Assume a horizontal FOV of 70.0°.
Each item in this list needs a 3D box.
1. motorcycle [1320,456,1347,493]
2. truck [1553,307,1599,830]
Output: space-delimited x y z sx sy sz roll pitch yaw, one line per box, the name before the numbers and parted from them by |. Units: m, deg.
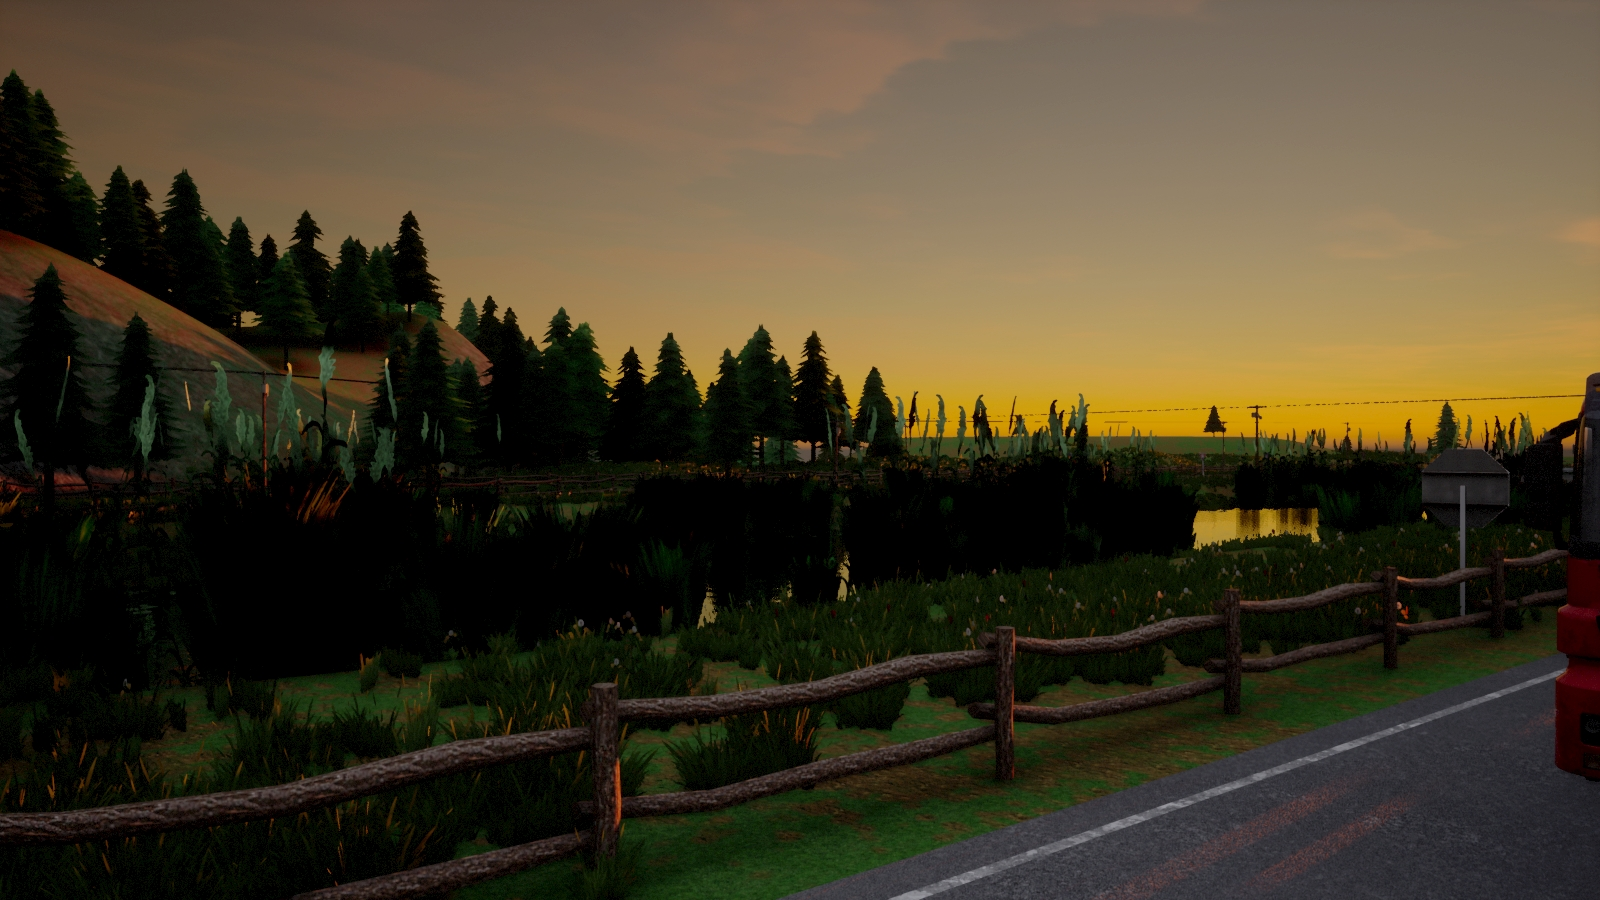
motorcycle | 34.800 1.577 74.502 2.033 2.348 0.803 0 0 -39
truck | 9.433 0.862 10.924 2.891 3.827 8.468 0 0 39
